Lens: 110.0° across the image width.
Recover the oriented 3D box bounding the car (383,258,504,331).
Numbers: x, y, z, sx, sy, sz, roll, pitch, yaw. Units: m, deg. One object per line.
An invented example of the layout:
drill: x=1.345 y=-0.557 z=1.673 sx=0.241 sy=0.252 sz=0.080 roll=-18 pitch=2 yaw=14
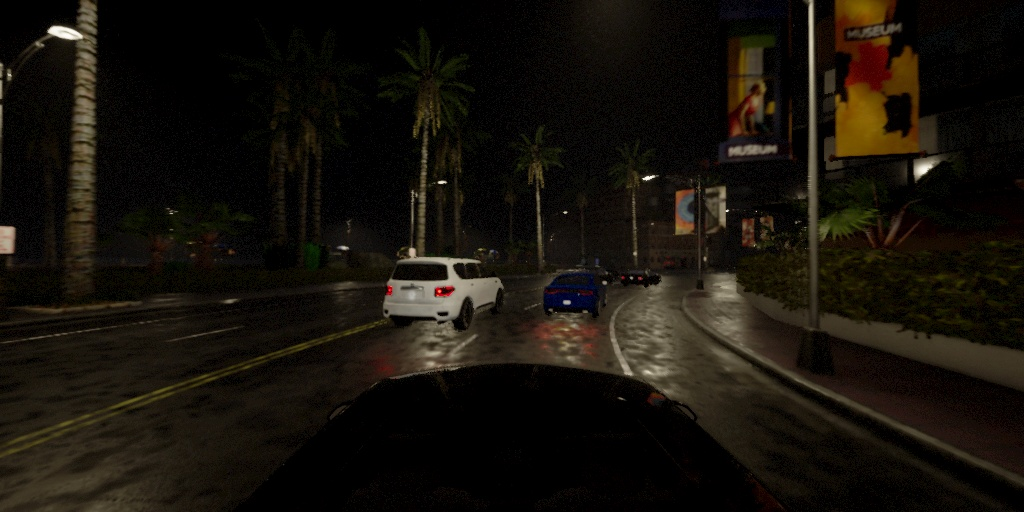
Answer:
car: x=-1.898 y=1.089 z=11.733 sx=2.150 sy=2.045 sz=5.566 roll=0 pitch=-1 yaw=14

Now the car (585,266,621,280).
car: x=10.013 y=1.843 z=39.145 sx=1.994 sy=1.385 sz=4.181 roll=0 pitch=-1 yaw=43

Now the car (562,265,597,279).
car: x=7.983 y=1.830 z=42.106 sx=1.812 sy=1.442 sz=4.674 roll=0 pitch=-1 yaw=44

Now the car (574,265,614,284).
car: x=6.822 y=1.686 z=29.500 sx=2.033 sy=1.411 sz=5.357 roll=0 pitch=-1 yaw=35

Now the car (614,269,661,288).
car: x=10.170 y=1.689 z=28.190 sx=2.033 sy=1.411 sz=5.357 roll=0 pitch=-1 yaw=36

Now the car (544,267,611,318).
car: x=2.638 y=1.399 z=14.168 sx=1.882 sy=1.535 sz=5.008 roll=0 pitch=-1 yaw=19
